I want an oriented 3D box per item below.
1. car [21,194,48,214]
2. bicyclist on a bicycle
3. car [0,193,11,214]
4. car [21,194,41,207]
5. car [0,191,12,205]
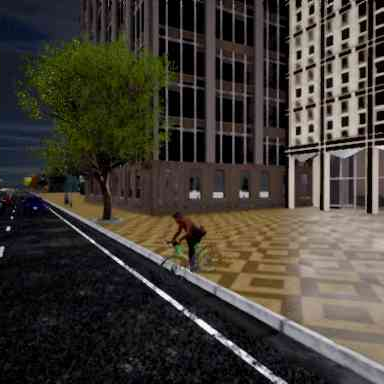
[{"bbox_3d":[-13.873,1.128,29.271,1.812,1.442,4.674,0,1,-27],"label":"car"},{"bbox_3d":[-0.077,1.251,7.784,1.656,1.620,0.582,-11,6,-27],"label":"bicyclist on a bicycle"},{"bbox_3d":[-17.068,1.102,28.570,2.128,1.511,4.902,0,1,-27],"label":"car"},{"bbox_3d":[-20.009,0.985,41.290,2.033,1.411,5.357,0,1,-27],"label":"car"},{"bbox_3d":[-23.927,0.781,41.911,2.097,1.767,4.553,0,1,-27],"label":"car"}]
